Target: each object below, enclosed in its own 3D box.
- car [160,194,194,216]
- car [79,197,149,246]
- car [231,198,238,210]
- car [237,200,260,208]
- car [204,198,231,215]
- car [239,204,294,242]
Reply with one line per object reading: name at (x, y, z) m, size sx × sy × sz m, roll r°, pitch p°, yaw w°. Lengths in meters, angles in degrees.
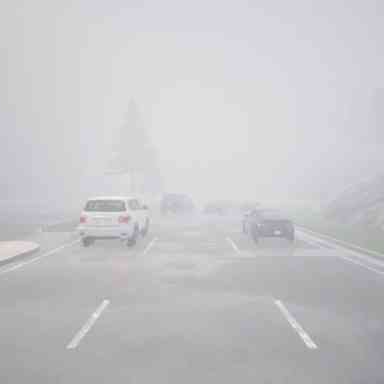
car at (-1.419, 1.216, 33.261) m, size 2.150 × 2.045 × 5.566 m, roll 0°, pitch -1°, yaw 15°
car at (-3.379, 1.221, 15.288) m, size 2.150 × 2.045 × 5.566 m, roll 0°, pitch 0°, yaw 1°
car at (5.210, 1.524, 43.865) m, size 1.812 × 1.442 × 4.674 m, roll 0°, pitch 0°, yaw 16°
car at (6.348, 1.599, 35.255) m, size 1.895 × 1.301 × 4.718 m, roll 0°, pitch 0°, yaw 16°
car at (2.447, 1.525, 33.869) m, size 1.812 × 1.442 × 4.674 m, roll 0°, pitch 0°, yaw 15°
car at (3.636, 1.525, 16.278) m, size 1.812 × 1.442 × 4.674 m, roll 0°, pitch 0°, yaw 1°
